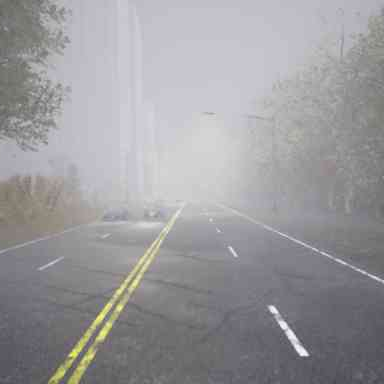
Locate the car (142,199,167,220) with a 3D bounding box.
[{"bbox_3d":[-3.371,1.694,30.523,2.128,1.511,4.902,-1,0,0],"label":"car"}]

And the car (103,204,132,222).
[{"bbox_3d":[-6.621,1.797,29.993,1.812,1.442,4.674,-1,0,0],"label":"car"}]

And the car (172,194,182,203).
[{"bbox_3d":[-3.275,1.738,71.181,1.895,1.301,4.718,-1,0,0],"label":"car"}]

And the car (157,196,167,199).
[{"bbox_3d":[-6.529,1.567,71.241,2.097,1.767,4.553,-1,0,0],"label":"car"}]
